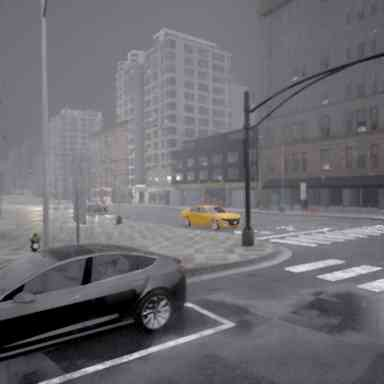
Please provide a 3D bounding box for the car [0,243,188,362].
[{"bbox_3d":[-2.067,1.557,5.179,4.313,1.339,1.947,-1,0,-35],"label":"car"}]

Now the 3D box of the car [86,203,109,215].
[{"bbox_3d":[-11.846,2.027,40.859,1.895,1.301,4.718,-1,0,-35],"label":"car"}]

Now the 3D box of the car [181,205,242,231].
[{"bbox_3d":[1.198,1.625,22.402,1.882,1.535,5.008,-1,0,-35],"label":"car"}]
